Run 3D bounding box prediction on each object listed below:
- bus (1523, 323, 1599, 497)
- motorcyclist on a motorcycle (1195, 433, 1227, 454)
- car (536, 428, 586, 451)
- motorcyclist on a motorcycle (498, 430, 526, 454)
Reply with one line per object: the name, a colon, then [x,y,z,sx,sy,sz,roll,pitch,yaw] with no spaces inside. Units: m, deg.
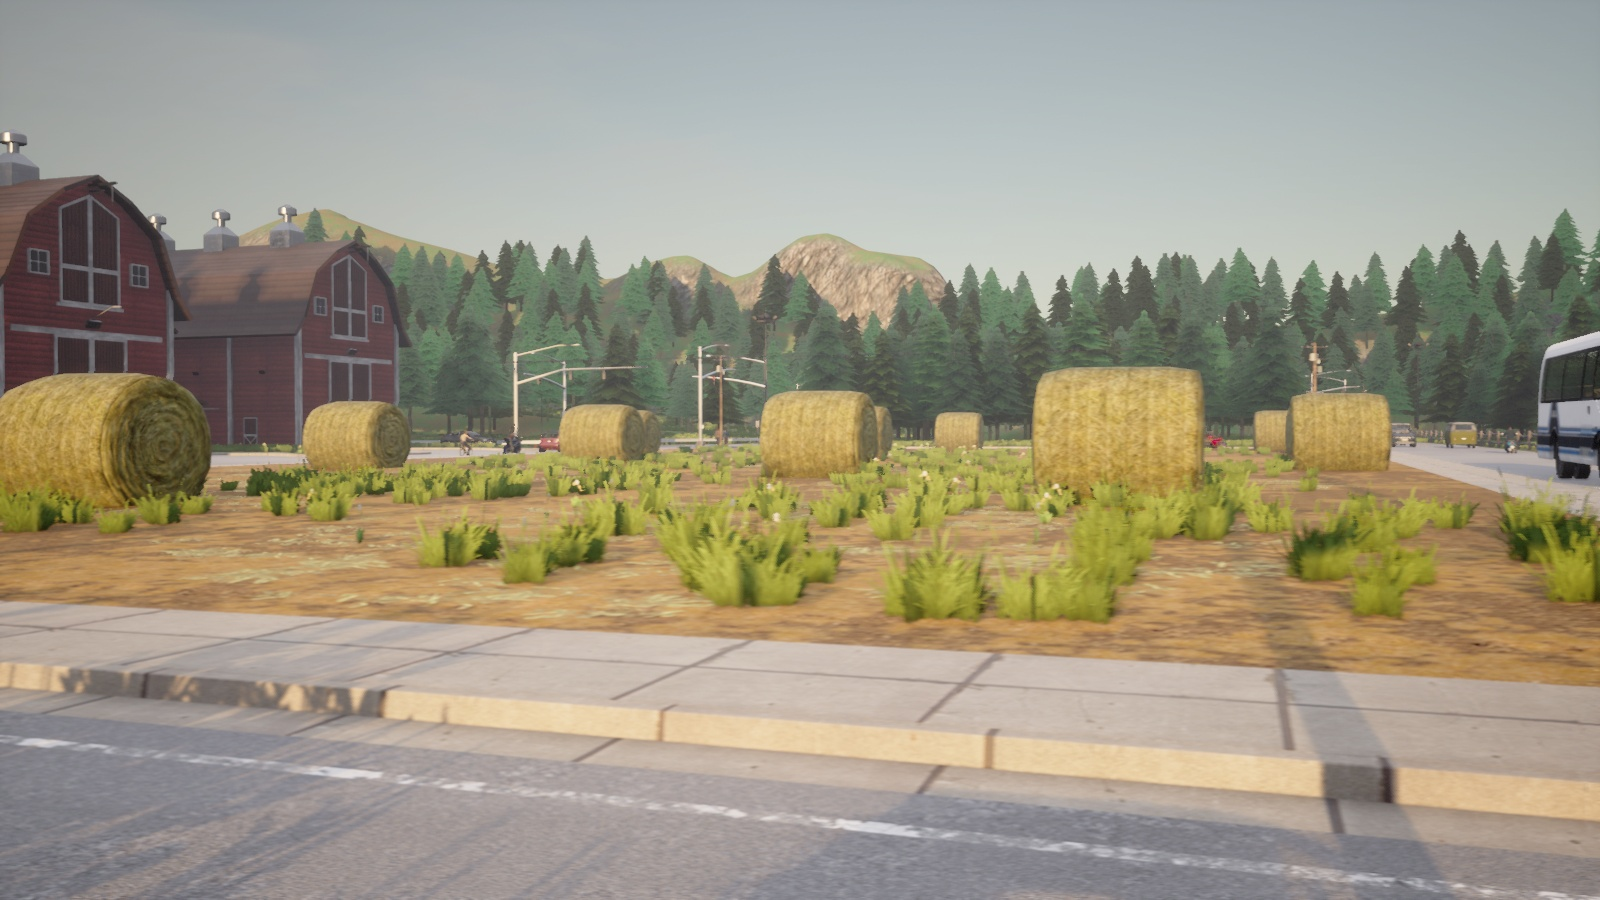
bus: [23.130,-1.038,34.591,3.944,4.253,10.273,1,1,21]
motorcyclist on a motorcycle: [30.092,-0.466,91.973,2.191,1.530,0.866,1,1,18]
car: [-16.952,-0.775,89.318,1.851,1.617,3.988,1,1,17]
motorcyclist on a motorcycle: [-18.972,-0.539,82.758,0.866,1.530,2.191,0,1,17]
